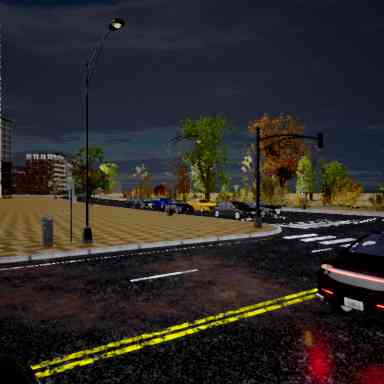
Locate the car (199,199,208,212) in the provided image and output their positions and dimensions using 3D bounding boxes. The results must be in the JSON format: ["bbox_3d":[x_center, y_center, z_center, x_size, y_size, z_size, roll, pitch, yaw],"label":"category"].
[{"bbox_3d":[1.052,1.550,39.746,1.882,1.535,5.008,0,0,-32],"label":"car"}]

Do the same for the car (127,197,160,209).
[{"bbox_3d":[-6.805,1.597,46.431,2.128,1.511,4.902,0,0,-31],"label":"car"}]

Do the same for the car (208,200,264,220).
[{"bbox_3d":[3.740,1.564,29.219,1.837,1.490,4.892,0,0,-32],"label":"car"}]

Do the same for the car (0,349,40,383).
[{"bbox_3d":[-3.116,1.492,1.186,4.902,1.511,2.128,0,0,-36],"label":"car"}]

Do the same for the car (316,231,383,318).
[{"bbox_3d":[4.466,1.491,6.432,4.902,1.511,2.128,0,0,-34],"label":"car"}]

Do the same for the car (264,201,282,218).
[{"bbox_3d":[6.286,1.540,31.280,2.128,1.511,4.902,0,0,-32],"label":"car"}]

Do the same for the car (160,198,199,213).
[{"bbox_3d":[-1.478,1.648,37.650,1.994,1.385,4.181,0,0,-32],"label":"car"}]
